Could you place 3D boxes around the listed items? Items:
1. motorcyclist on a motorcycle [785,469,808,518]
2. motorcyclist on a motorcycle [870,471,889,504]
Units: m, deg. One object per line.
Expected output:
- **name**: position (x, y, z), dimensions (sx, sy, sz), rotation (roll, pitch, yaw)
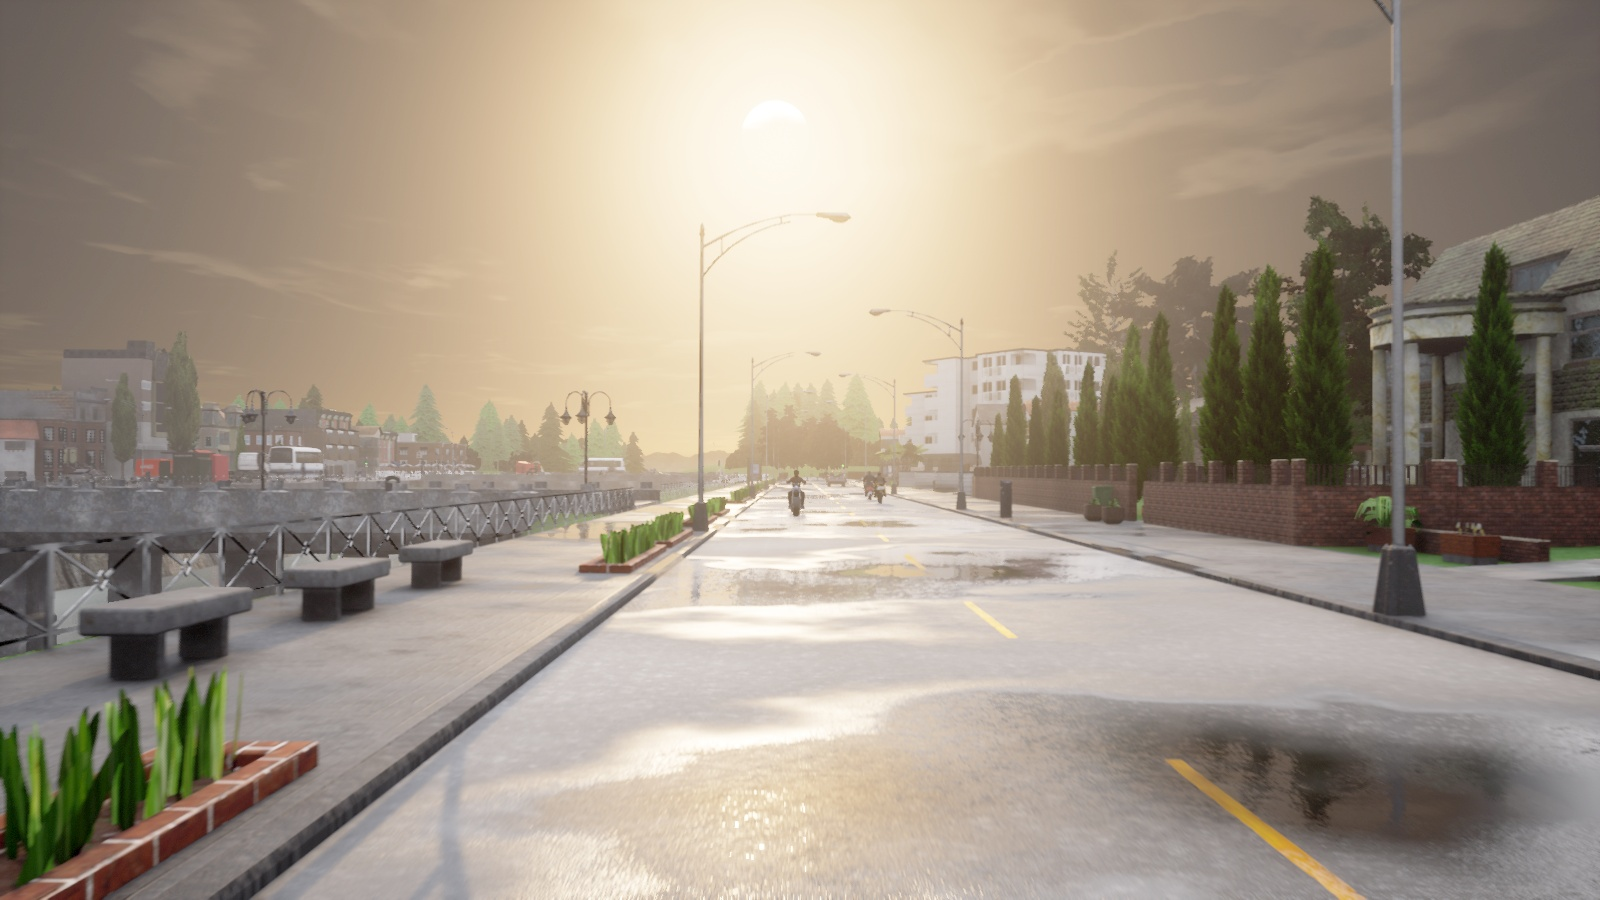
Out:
- **motorcyclist on a motorcycle**: position (-0.114, 1.500, 43.914), dimensions (0.766, 1.649, 2.350), rotation (0, -1, 0)
- **motorcyclist on a motorcycle**: position (3.843, 1.796, 60.690), dimensions (0.797, 1.523, 2.044), rotation (0, -1, 0)
